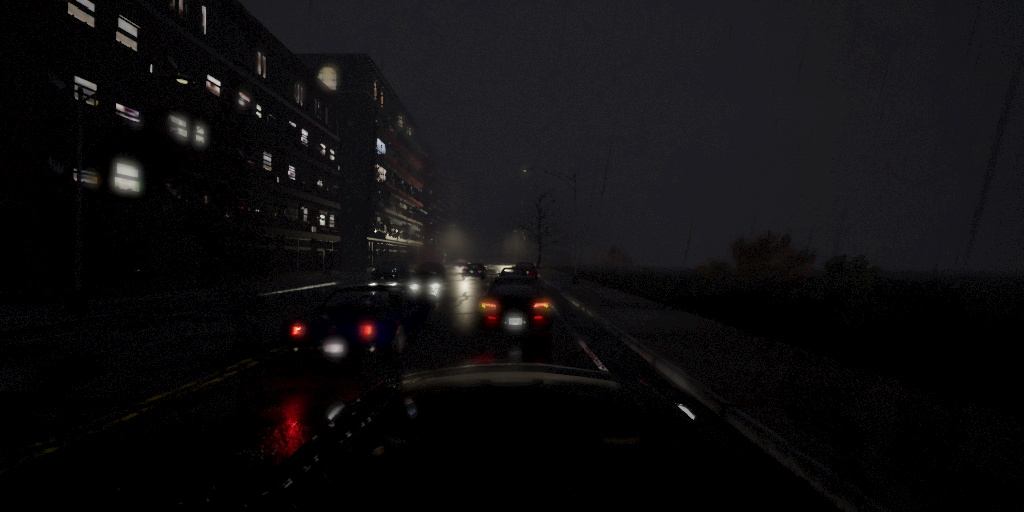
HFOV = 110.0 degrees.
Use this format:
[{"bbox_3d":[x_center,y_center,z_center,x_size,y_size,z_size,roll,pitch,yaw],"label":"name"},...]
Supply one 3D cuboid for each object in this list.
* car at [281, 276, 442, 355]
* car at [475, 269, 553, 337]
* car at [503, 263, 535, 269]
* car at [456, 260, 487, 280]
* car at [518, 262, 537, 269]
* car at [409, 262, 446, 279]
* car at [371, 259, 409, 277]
[{"bbox_3d":[-3.168,1.352,8.609,1.895,1.301,4.718,0,0,0],"label":"car"},{"bbox_3d":[0.071,1.277,10.224,1.812,1.442,4.674,0,0,0],"label":"car"},{"bbox_3d":[0.055,1.317,20.391,1.994,1.385,4.181,0,0,0],"label":"car"},{"bbox_3d":[-3.226,1.301,31.217,2.033,1.411,5.357,0,0,0],"label":"car"},{"bbox_3d":[1.068,1.232,29.919,1.882,1.535,5.008,0,0,0],"label":"car"},{"bbox_3d":[-6.670,1.231,29.505,1.882,1.535,5.008,0,0,0],"label":"car"},{"bbox_3d":[-9.920,1.106,29.645,2.097,1.767,4.553,0,0,0],"label":"car"}]
